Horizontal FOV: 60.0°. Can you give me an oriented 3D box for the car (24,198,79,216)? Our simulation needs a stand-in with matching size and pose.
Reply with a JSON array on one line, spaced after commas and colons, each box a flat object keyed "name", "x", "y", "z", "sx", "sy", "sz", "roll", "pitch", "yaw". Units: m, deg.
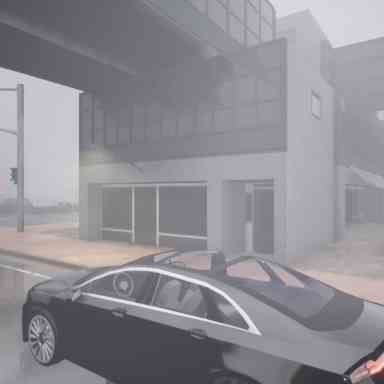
[{"name": "car", "x": -13.405, "y": 1.601, "z": 32.655, "sx": 1.895, "sy": 1.301, "sz": 4.718, "roll": 0, "pitch": 0, "yaw": 36}]

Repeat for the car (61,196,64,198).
[{"name": "car", "x": -12.565, "y": 1.478, "z": 39.660, "sx": 1.882, "sy": 1.535, "sz": 5.008, "roll": 0, "pitch": 0, "yaw": 37}]

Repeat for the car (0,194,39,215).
[{"name": "car", "x": -17.903, "y": 1.352, "z": 32.429, "sx": 2.097, "sy": 1.767, "sz": 4.553, "roll": 0, "pitch": 0, "yaw": 36}]

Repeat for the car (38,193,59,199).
[{"name": "car", "x": -30.588, "y": 1.153, "z": 69.404, "sx": 4.605, "sy": 1.855, "sz": 1.932, "roll": 0, "pitch": 0, "yaw": 35}]

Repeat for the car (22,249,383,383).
[{"name": "car", "x": -0.217, "y": 1.492, "z": 4.148, "sx": 4.902, "sy": 1.511, "sz": 2.128, "roll": 0, "pitch": 0, "yaw": 35}]

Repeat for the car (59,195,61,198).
[{"name": "car", "x": -28.861, "y": 1.364, "z": 71.730, "sx": 3.905, "sy": 1.438, "sz": 1.784, "roll": 0, "pitch": 0, "yaw": 35}]
